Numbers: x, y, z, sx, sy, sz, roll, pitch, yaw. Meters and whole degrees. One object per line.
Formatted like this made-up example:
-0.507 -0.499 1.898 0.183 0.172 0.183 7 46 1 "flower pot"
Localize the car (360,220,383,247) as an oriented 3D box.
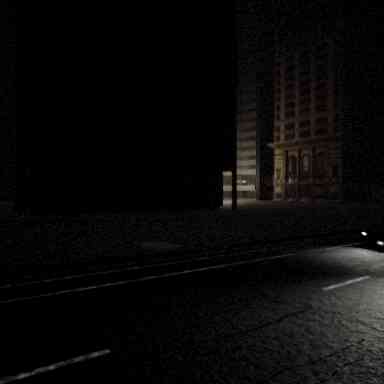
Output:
9.471 1.606 14.435 5.357 1.411 2.033 0 0 -36 "car"
